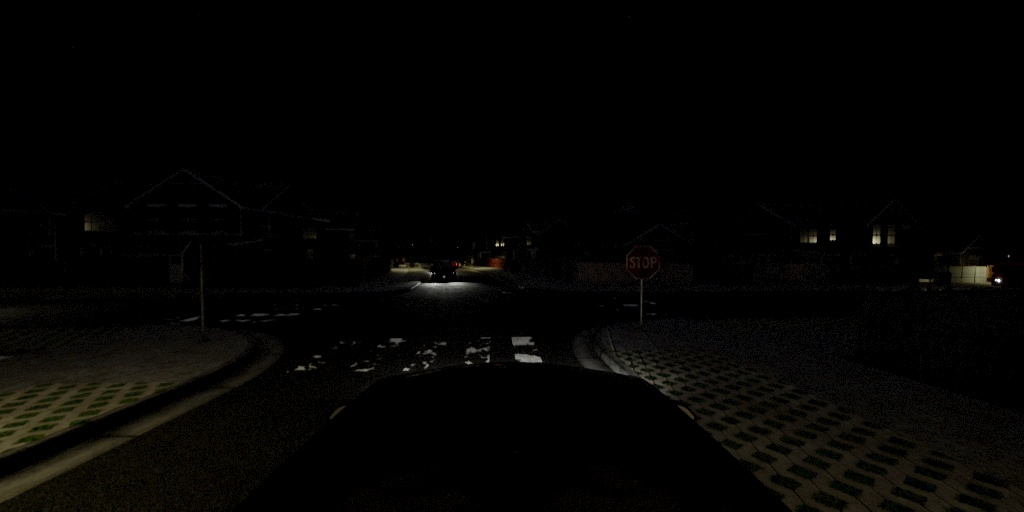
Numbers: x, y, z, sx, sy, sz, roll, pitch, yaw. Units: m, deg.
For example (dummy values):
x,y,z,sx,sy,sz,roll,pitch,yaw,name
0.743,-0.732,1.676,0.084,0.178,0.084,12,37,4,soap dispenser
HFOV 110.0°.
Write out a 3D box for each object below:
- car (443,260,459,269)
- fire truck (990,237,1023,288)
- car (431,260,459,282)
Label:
x,y,z,sx,sy,sz,roll,pitch,yaw,name
-9.674,1.337,56.676,1.895,1.301,4.718,0,0,-17,car
35.567,0.498,23.163,8.468,3.827,2.891,1,1,-16,fire truck
-5.456,1.281,28.947,1.812,1.442,4.674,0,0,-10,car
